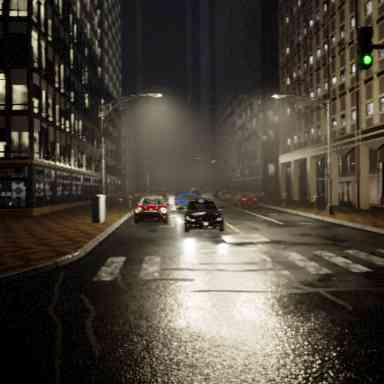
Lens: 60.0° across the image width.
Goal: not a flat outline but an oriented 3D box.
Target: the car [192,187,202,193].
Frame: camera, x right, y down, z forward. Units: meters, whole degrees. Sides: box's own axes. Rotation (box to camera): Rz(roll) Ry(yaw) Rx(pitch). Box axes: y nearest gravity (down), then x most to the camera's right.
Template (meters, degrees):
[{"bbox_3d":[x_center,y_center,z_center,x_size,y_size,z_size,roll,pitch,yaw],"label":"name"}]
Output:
[{"bbox_3d":[1.226,-0.427,82.019,1.887,1.381,4.507,0,1,-4],"label":"car"}]

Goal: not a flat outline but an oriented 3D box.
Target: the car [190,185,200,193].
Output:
[{"bbox_3d":[0.799,-0.783,87.574,2.192,1.841,5.009,0,1,-4],"label":"car"}]

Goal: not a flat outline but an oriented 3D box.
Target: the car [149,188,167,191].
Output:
[{"bbox_3d":[-3.268,0.601,31.276,2.192,1.841,5.009,0,1,-4],"label":"car"}]

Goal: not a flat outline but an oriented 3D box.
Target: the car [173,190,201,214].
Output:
[{"bbox_3d":[-0.311,0.844,26.430,1.882,1.535,5.008,-1,1,-5],"label":"car"}]

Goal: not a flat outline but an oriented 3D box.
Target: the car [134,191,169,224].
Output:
[{"bbox_3d":[-2.412,0.980,20.165,1.967,1.590,4.097,0,1,-4],"label":"car"}]

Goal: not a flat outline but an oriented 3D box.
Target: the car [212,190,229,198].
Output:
[{"bbox_3d":[4.211,0.438,43.273,1.752,1.417,4.829,0,1,-4],"label":"car"}]

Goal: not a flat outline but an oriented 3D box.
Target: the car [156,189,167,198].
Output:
[{"bbox_3d":[-5.410,0.196,59.068,1.887,1.381,4.507,0,1,-4],"label":"car"}]

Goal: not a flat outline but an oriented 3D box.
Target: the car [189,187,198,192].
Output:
[{"bbox_3d":[0.370,-0.659,93.138,1.947,1.339,4.313,0,1,-4],"label":"car"}]

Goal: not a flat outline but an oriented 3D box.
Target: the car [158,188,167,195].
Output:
[{"bbox_3d":[-6.267,-0.058,70.182,1.887,1.381,4.507,0,1,-4],"label":"car"}]

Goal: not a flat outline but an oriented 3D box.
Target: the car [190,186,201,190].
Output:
[{"bbox_3d":[0.460,0.177,57.760,1.994,1.385,4.181,-1,1,-4],"label":"car"}]

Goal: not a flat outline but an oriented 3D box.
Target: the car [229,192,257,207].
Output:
[{"bbox_3d":[5.080,0.752,31.985,1.802,1.307,4.206,0,1,-4],"label":"car"}]

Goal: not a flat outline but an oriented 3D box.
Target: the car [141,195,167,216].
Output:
[{"bbox_3d":[-2.842,0.995,25.725,1.802,1.307,4.206,0,1,-4],"label":"car"}]

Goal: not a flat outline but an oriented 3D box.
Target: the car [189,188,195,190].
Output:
[{"bbox_3d":[-1.072,0.616,36.392,1.882,1.535,5.008,-1,1,-4],"label":"car"}]

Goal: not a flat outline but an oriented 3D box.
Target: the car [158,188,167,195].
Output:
[{"bbox_3d":[-6.695,-0.178,75.740,2.008,1.369,4.403,0,1,-4],"label":"car"}]

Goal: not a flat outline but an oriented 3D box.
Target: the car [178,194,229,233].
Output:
[{"bbox_3d":[0.418,1.087,16.956,1.837,1.490,4.892,-1,1,-4],"label":"car"}]

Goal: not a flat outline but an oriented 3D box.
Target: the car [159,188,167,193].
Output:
[{"bbox_3d":[-7.551,-0.437,86.854,1.887,1.381,4.507,0,1,-4],"label":"car"}]
